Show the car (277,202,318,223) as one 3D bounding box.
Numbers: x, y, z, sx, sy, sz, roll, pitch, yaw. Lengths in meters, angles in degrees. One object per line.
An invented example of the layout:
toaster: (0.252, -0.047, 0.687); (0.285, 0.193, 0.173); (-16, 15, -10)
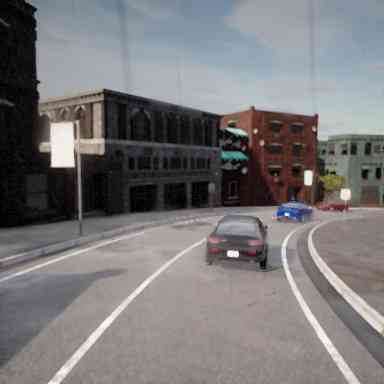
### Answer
car: (8.445, 1.554, 26.993); (1.882, 1.535, 5.008); (3, 1, 33)

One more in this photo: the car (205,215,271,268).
car: (1.635, 1.505, 11.277); (1.812, 1.442, 4.674); (1, 0, 13)

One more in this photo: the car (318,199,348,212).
car: (17.747, 1.674, 42.067); (5.008, 1.535, 1.882); (2, 2, -36)
